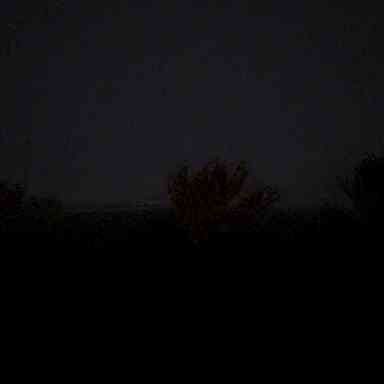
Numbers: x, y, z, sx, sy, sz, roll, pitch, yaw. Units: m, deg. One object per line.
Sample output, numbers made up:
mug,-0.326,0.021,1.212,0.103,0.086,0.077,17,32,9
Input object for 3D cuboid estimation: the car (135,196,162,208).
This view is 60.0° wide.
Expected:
car,-7.673,1.756,59.564,2.150,2.045,5.566,-1,-1,36
